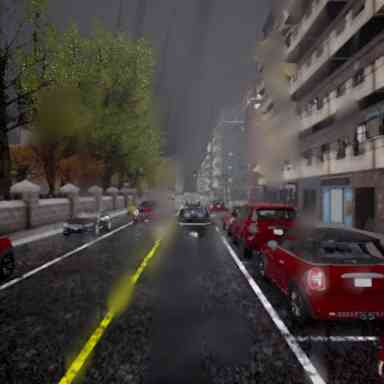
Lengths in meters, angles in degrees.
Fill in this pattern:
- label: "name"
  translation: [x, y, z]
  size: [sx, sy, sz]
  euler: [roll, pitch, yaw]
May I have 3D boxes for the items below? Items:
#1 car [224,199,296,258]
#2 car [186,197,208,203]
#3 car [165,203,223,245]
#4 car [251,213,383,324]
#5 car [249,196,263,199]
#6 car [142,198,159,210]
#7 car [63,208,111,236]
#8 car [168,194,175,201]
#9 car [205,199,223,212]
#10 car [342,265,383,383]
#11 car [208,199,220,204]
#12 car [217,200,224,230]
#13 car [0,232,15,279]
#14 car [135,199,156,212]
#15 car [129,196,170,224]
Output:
- label: "car"
  translation: [2.691, 1.336, 12.804]
  size: [2.192, 1.841, 5.009]
  euler: [0, 0, 0]
- label: "car"
  translation: [0.102, 1.545, 31.621]
  size: [2.128, 1.511, 4.902]
  euler: [0, 0, 0]
- label: "car"
  translation: [0.096, 1.517, 15.833]
  size: [2.128, 1.511, 4.902]
  euler: [0, 0, 0]
- label: "car"
  translation: [2.691, 1.452, 7.174]
  size: [1.967, 1.590, 4.097]
  euler: [0, 0, 0]
- label: "car"
  translation: [14.631, 1.746, 73.576]
  size: [5.009, 1.841, 2.192]
  euler: [1, -1, 0]
- label: "car"
  translation: [-5.682, 1.613, 46.418]
  size: [1.752, 1.417, 4.829]
  euler: [0, 0, 0]
- label: "car"
  translation: [-5.687, 1.581, 18.436]
  size: [2.008, 1.369, 4.403]
  euler: [0, 0, 0]
- label: "car"
  translation: [-5.674, 1.522, 90.154]
  size: [2.192, 1.841, 5.009]
  euler: [0, 0, 0]
- label: "car"
  translation: [2.698, 1.640, 40.956]
  size: [1.947, 1.339, 4.313]
  euler: [0, 0, 0]
- label: "car"
  translation: [2.689, 1.547, 1.545]
  size: [1.887, 1.381, 4.507]
  euler: [0, 0, 0]
- label: "car"
  translation: [2.696, 1.502, 35.325]
  size: [1.967, 1.590, 4.097]
  euler: [0, 0, 0]
- label: "car"
  translation: [2.693, 1.470, 18.435]
  size: [1.967, 1.590, 4.097]
  euler: [0, 0, 0]
- label: "car"
  translation: [-5.690, 1.452, 7.174]
  size: [1.967, 1.590, 4.097]
  euler: [0, 0, 0]
- label: "car"
  translation: [-5.682, 1.626, 40.957]
  size: [2.008, 1.369, 4.403]
  euler: [0, 0, 0]
- label: "car"
  translation: [-3.095, 1.393, 25.028]
  size: [2.097, 1.767, 4.553]
  euler: [0, 0, 0]
